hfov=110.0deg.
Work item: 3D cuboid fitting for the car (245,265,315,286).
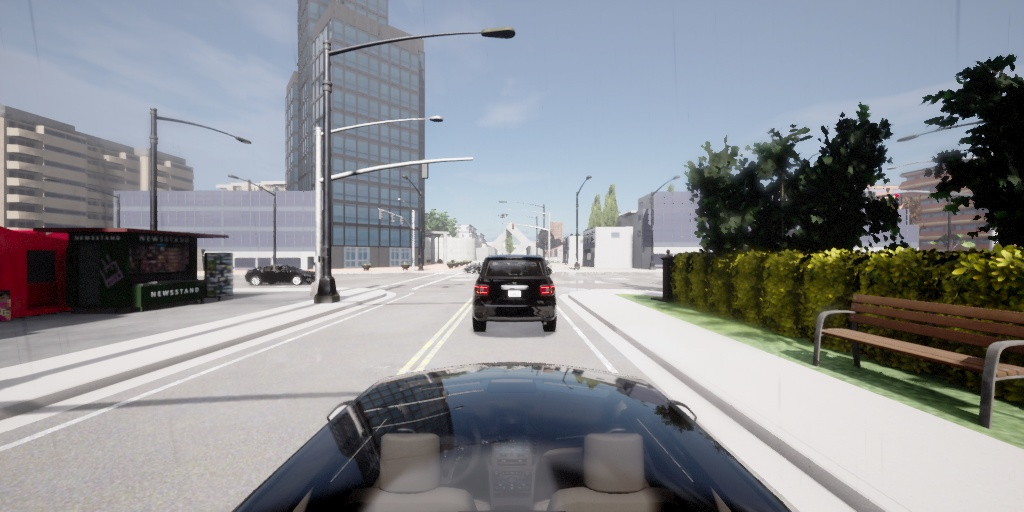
[{"bbox_3d":[-16.638,1.362,26.130,4.892,1.490,1.837,-1,0,0],"label":"car"}]

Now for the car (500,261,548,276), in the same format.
[{"bbox_3d":[1.200,1.265,36.965,4.892,1.490,1.837,0,0,0],"label":"car"}]

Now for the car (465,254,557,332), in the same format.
[{"bbox_3d":[0.075,0.971,11.036,2.150,2.045,5.566,0,0,0],"label":"car"}]
